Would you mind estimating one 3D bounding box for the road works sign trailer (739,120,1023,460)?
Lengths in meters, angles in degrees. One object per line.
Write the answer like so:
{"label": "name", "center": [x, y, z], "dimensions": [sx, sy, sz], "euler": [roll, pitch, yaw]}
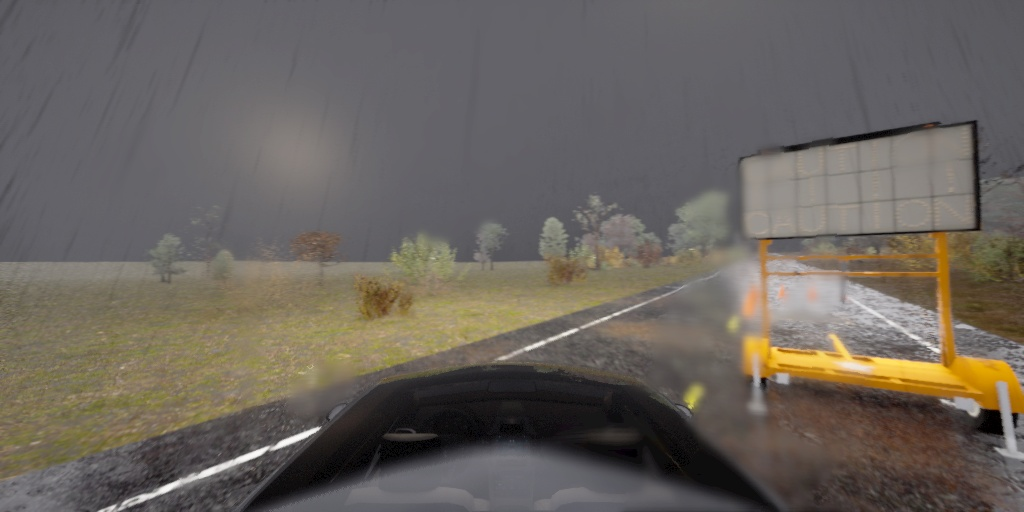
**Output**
{"label": "road works sign trailer", "center": [4.764, 0.132, 5.106], "dimensions": [2.380, 3.560, 2.880], "euler": [0, 0, 36]}
